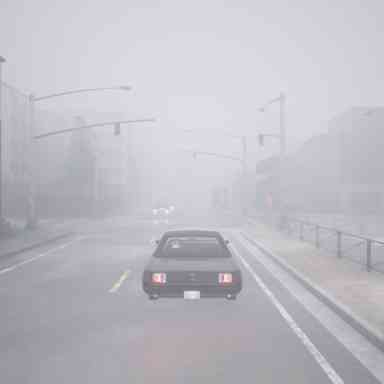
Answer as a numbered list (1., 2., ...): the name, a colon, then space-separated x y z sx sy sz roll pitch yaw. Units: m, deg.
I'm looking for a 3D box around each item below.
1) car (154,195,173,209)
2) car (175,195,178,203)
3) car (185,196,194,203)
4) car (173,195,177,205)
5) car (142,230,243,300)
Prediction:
1. car: -3.903 1.504 44.338 1.837 1.490 4.892 0 0 0
2. car: -3.983 1.351 68.055 2.097 1.767 4.553 0 0 0
3. car: -0.458 1.491 66.611 2.128 1.511 4.902 0 0 0
4. car: -3.963 1.600 54.349 1.895 1.301 4.718 0 0 0
5. car: 0.009 1.601 8.329 1.895 1.301 4.718 0 0 0
